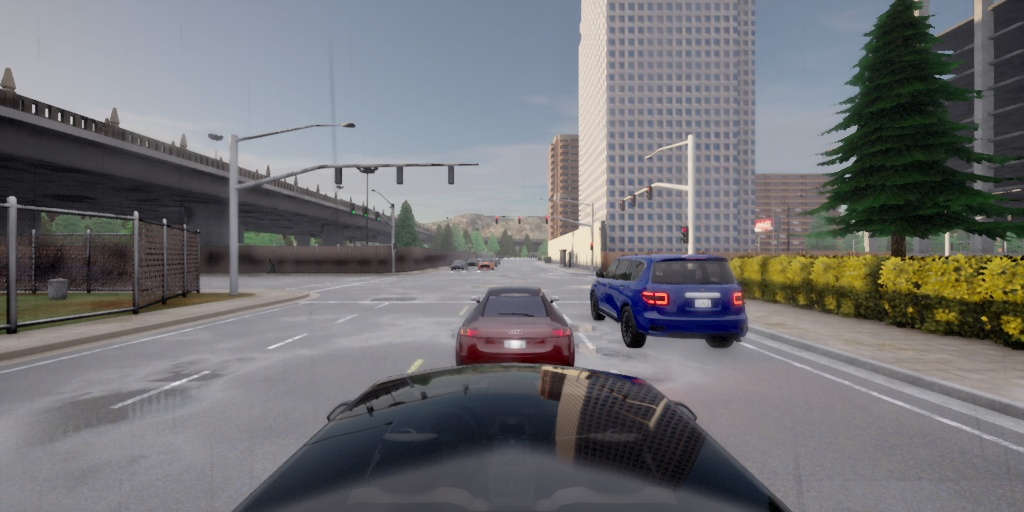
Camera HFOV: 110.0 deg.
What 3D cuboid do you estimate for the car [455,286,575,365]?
[{"bbox_3d":[0.064,1.314,7.465,1.994,1.385,4.181,0,0,0],"label":"car"}]

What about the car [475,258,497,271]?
[{"bbox_3d":[-3.581,1.102,49.838,2.097,1.767,4.553,0,0,0],"label":"car"}]

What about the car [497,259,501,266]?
[{"bbox_3d":[-3.554,1.239,63.699,2.128,1.511,4.902,0,0,0],"label":"car"}]

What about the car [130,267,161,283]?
[{"bbox_3d":[-29.203,1.405,26.671,4.718,1.301,1.895,0,0,0],"label":"car"}]

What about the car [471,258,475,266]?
[{"bbox_3d":[-7.045,1.099,64.950,2.097,1.767,4.553,0,0,0],"label":"car"}]

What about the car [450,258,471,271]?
[{"bbox_3d":[-7.085,1.251,48.459,1.837,1.490,4.892,0,1,0],"label":"car"}]

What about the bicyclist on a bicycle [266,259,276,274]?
[{"bbox_3d":[-25.293,1.105,37.661,0.582,1.620,1.656,0,0,0],"label":"bicyclist on a bicycle"}]

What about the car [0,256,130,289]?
[{"bbox_3d":[-28.820,1.026,23.171,5.566,2.045,2.150,0,0,0],"label":"car"}]

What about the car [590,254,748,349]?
[{"bbox_3d":[3.570,0.971,9.331,2.150,2.045,5.566,0,0,1],"label":"car"}]

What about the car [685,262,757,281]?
[{"bbox_3d":[17.682,1.296,30.464,4.902,1.511,2.128,0,0,0],"label":"car"}]
